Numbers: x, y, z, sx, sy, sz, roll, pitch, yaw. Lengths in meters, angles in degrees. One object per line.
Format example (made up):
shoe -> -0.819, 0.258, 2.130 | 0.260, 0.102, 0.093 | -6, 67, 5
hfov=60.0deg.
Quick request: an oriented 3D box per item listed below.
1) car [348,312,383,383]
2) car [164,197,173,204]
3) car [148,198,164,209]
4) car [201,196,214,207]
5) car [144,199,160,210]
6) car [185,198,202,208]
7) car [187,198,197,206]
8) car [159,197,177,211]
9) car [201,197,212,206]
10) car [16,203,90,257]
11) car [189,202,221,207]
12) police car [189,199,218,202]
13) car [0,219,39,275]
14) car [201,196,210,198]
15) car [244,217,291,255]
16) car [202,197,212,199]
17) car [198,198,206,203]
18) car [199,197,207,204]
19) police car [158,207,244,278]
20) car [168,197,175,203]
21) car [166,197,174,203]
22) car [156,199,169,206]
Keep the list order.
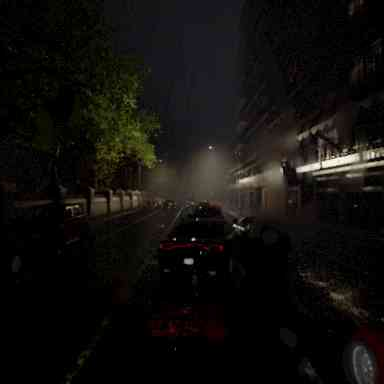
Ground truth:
car -> 2.690, 1.596, 2.275 | 1.802, 1.307, 4.206 | 0, 0, 0
car -> -5.696, 2.072, 80.927 | 1.752, 1.417, 4.829 | 0, 0, 0
car -> -5.695, 1.784, 52.946 | 1.967, 1.590, 4.097 | 0, 0, 0
car -> 2.685, 1.699, 58.578 | 2.192, 1.841, 5.009 | 0, 0, 0
car -> -5.694, 1.744, 47.318 | 1.967, 1.590, 4.097 | 0, 0, 0
car -> 0.009, 1.845, 46.352 | 2.033, 1.411, 5.357 | 0, 0, 0
car -> -0.003, 1.914, 65.915 | 1.882, 1.535, 5.008 | 0, 0, 0
car -> -3.025, 1.801, 45.843 | 1.837, 1.490, 4.892 | 0, -1, 0
car -> 2.685, 1.864, 64.208 | 1.967, 1.590, 4.097 | 0, 0, 0
car -> -5.691, 1.397, 13.538 | 2.192, 1.841, 5.009 | 0, 0, 0
car -> 0.899, 1.602, 20.297 | 1.882, 1.535, 5.008 | 0, 0, 0
police car -> 0.898, 1.589, 26.408 | 1.930, 1.638, 5.238 | 0, 0, 0
car -> -5.691, 1.593, 7.905 | 1.887, 1.381, 4.507 | 0, 0, 0
car -> 2.686, 1.784, 52.947 | 1.967, 1.590, 4.097 | 0, 0, 0
car -> 2.689, 1.648, 13.537 | 1.947, 1.339, 4.313 | 0, 0, 0
car -> 2.686, 1.849, 47.318 | 1.887, 1.381, 4.507 | 0, 0, 0
car -> 2.684, 2.157, 86.728 | 1.947, 1.339, 4.313 | 0, 0, 0
car -> 2.684, 1.988, 81.098 | 1.967, 1.590, 4.097 | 0, 0, 0
police car -> 0.443, 1.490, 10.595 | 1.930, 1.638, 5.238 | 0, 0, 12
car -> -5.697, 2.159, 92.187 | 1.752, 1.417, 4.829 | 0, 0, 0
car -> -5.696, 2.142, 86.727 | 2.008, 1.369, 4.403 | 0, 0, 0
car -> -5.695, 1.974, 64.206 | 2.008, 1.369, 4.403 | 0, 0, 0
